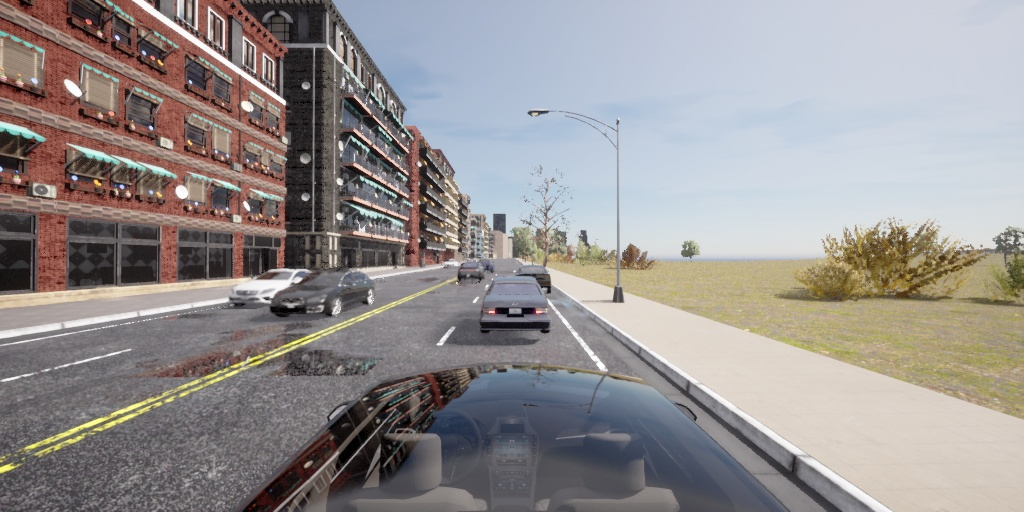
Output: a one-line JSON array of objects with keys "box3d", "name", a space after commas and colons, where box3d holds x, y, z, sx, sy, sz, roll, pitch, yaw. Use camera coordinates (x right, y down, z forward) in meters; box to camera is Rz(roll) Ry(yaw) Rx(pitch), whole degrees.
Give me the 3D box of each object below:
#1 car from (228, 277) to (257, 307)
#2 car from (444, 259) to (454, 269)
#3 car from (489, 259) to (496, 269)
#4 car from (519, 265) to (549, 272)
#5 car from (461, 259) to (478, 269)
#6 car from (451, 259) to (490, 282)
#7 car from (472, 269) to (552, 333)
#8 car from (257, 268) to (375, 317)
[{"box3d": [-9.868, 1.277, 15.582, 1.812, 1.442, 4.674, 0, 0, 0], "name": "car"}, {"box3d": [-9.907, 1.275, 58.537, 1.812, 1.442, 4.674, 0, 0, 0], "name": "car"}, {"box3d": [-3.235, 1.104, 44.424, 2.097, 1.767, 4.553, 0, 0, 3], "name": "car"}, {"box3d": [1.113, 1.230, 20.445, 1.882, 1.535, 5.008, 0, 0, 0], "name": "car"}, {"box3d": [-6.660, 1.241, 56.723, 2.128, 1.511, 4.902, 0, 0, 0], "name": "car"}, {"box3d": [-3.185, 1.242, 28.686, 2.128, 1.511, 4.902, 0, 0, 0], "name": "car"}, {"box3d": [0.092, 1.299, 10.681, 2.033, 1.411, 5.357, 0, 0, 0], "name": "car"}, {"box3d": [-6.615, 1.256, 13.153, 1.837, 1.490, 4.892, 0, 0, 0], "name": "car"}]
